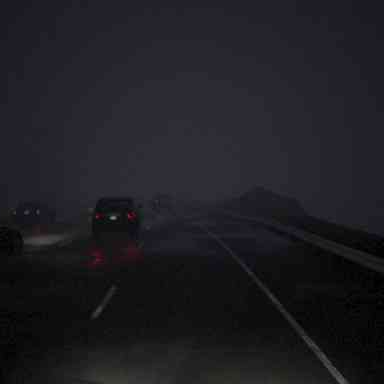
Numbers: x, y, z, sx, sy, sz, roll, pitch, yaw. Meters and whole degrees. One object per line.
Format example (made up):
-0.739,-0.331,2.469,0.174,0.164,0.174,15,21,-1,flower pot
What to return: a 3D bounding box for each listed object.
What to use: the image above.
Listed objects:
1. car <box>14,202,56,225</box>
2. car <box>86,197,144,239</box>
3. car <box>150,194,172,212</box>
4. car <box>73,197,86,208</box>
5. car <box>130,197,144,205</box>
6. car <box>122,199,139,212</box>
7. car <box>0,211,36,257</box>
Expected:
-12.011,1.516,25.624,2.097,1.767,4.553,-1,0,-8,car
-3.922,1.280,17.922,2.150,2.045,5.566,0,0,-6,car
-3.861,1.290,40.976,2.150,2.045,5.566,0,0,-13,car
-17.697,1.602,52.590,2.097,1.767,4.553,-1,0,-17,car
-10.724,1.672,65.105,1.837,1.490,4.892,0,-1,-20,car
-7.882,1.686,42.478,1.994,1.385,4.181,-1,0,-13,car
-7.118,1.587,10.495,2.128,1.511,4.902,-1,0,-3,car
